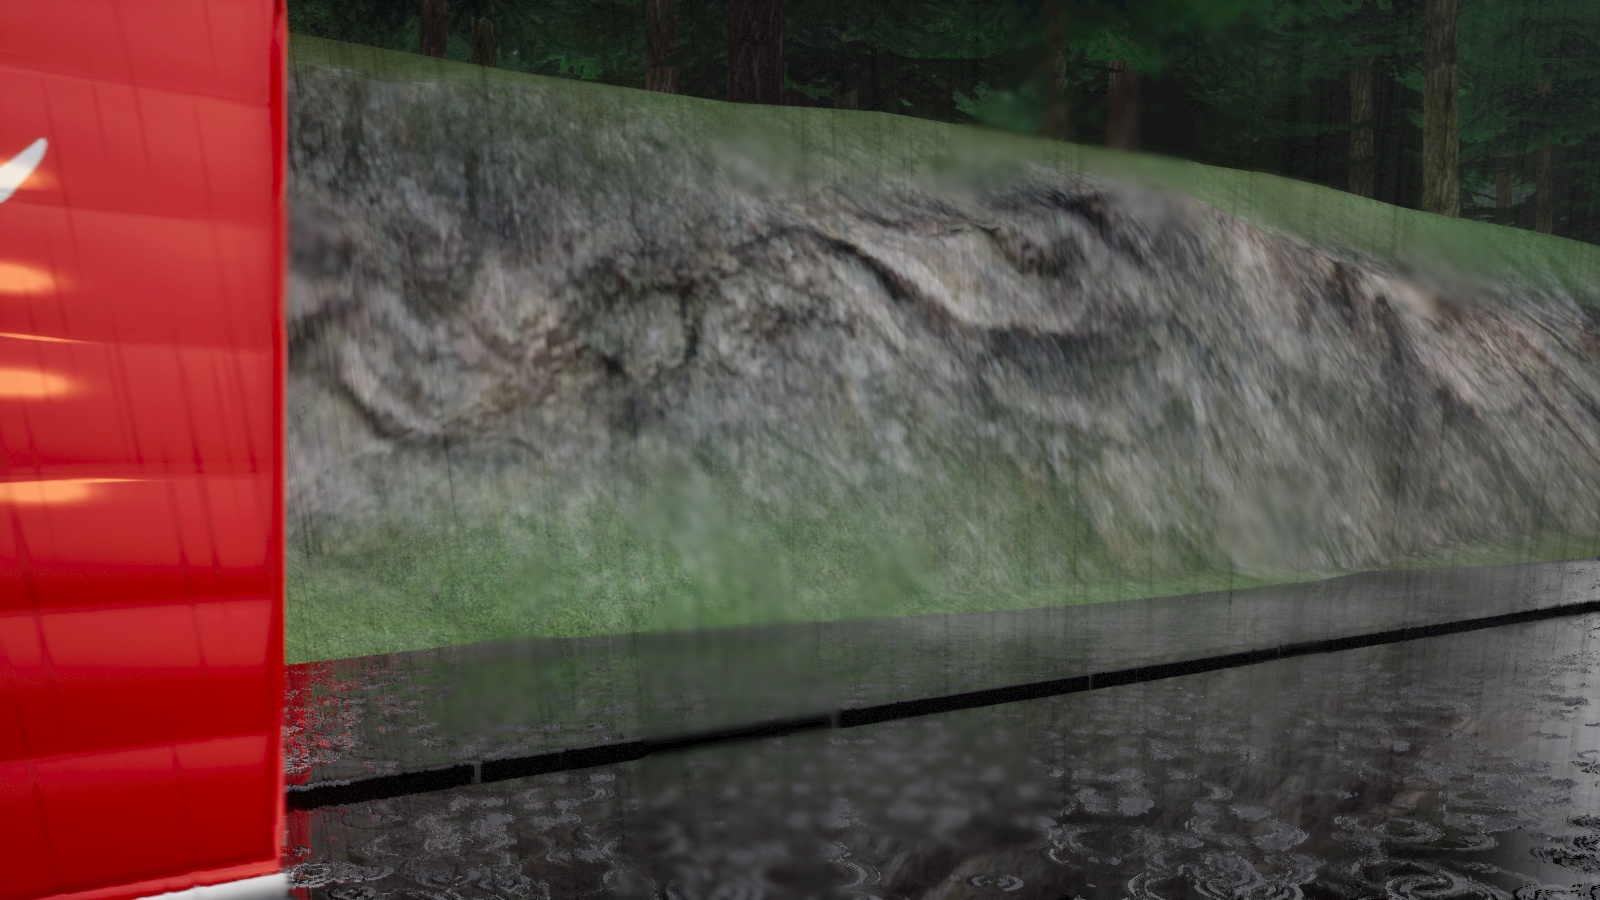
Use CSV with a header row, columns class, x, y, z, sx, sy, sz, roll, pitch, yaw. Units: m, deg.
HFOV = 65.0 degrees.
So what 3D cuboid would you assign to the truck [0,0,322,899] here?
class,x,y,z,sx,sy,sz,roll,pitch,yaw
truck,-3.691,0.270,1.705,5.204,2.467,2.627,0,0,-35
